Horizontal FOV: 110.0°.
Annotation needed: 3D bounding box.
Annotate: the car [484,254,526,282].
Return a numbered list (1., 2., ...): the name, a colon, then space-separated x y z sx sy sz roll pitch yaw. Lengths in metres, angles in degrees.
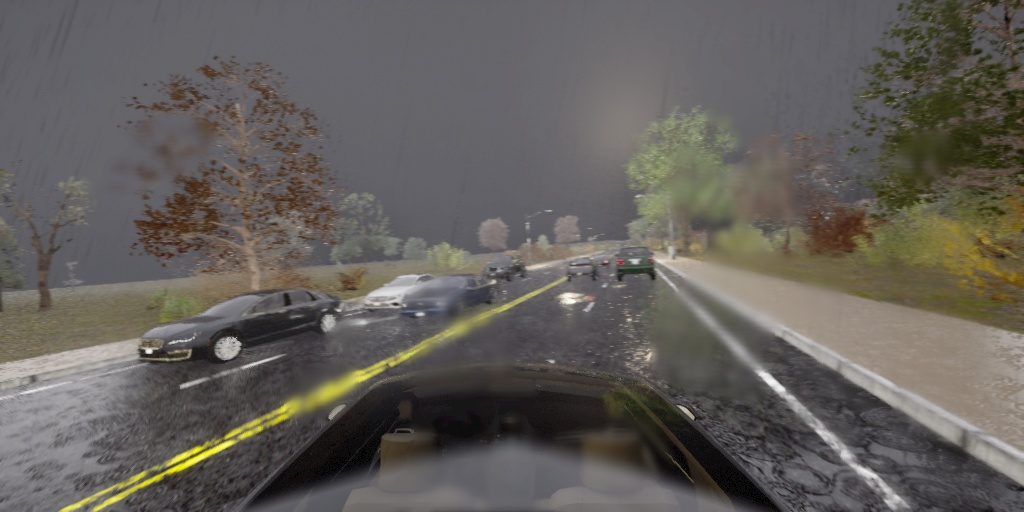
1. car: -0.512 0.933 28.659 2.150 2.045 5.566 -4 0 19

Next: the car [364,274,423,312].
1. car: -4.603 1.570 16.361 1.812 1.442 4.674 -4 0 19

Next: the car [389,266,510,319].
1. car: -2.073 1.411 13.963 2.033 1.411 5.357 -4 0 19

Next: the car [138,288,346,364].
1. car: -6.889 1.724 9.861 1.837 1.490 4.892 -4 0 19

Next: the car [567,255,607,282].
1. car: 4.909 0.827 24.275 2.128 1.511 4.902 -4 0 19

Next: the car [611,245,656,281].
1. car: 7.616 0.371 22.233 2.150 2.045 5.566 -4 0 19

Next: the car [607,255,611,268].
1. car: 9.316 0.579 37.249 1.895 1.301 4.718 -4 0 19
